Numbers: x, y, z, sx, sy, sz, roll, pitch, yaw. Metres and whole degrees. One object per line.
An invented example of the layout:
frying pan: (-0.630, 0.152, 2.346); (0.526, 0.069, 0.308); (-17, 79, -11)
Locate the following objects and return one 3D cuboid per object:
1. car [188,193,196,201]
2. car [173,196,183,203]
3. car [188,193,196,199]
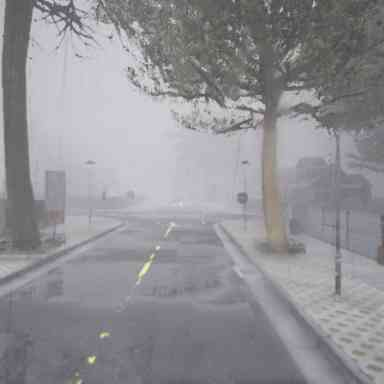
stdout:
car: (-0.011, 1.192, 73.524); (1.882, 1.535, 5.008); (0, 1, 0)
car: (-2.764, 1.398, 65.805); (1.895, 1.301, 4.718); (0, 1, 0)
car: (-0.012, 0.992, 83.944); (1.994, 1.385, 4.181); (0, 1, 0)
